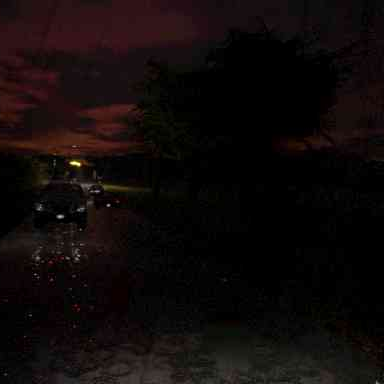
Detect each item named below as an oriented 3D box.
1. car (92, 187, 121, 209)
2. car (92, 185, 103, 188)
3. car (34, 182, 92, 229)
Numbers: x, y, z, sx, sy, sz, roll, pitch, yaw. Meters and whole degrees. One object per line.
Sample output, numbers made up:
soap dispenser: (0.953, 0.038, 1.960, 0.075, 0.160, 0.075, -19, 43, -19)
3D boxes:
car: (-6.934, 0.607, 26.876, 1.895, 1.301, 4.718, 3, 2, -19)
car: (-11.244, -0.146, 39.339, 2.033, 1.411, 5.357, 3, 2, -18)
car: (-6.326, 0.551, 16.416, 2.150, 2.045, 5.566, 3, 2, -19)
